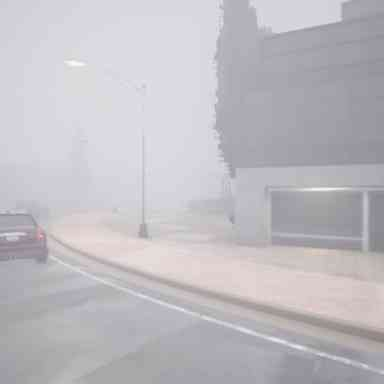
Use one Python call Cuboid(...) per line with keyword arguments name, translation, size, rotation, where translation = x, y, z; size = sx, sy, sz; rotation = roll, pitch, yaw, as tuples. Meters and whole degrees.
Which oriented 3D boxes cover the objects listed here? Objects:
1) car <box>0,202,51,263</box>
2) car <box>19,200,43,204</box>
Cuboid(name="car", translation=(-6.530, 1.382, 11.419), size=(2.097, 1.767, 4.553), rotation=(1, 0, -37))
Cuboid(name="car", translation=(-13.566, 1.437, 28.322), size=(2.097, 1.767, 4.553), rotation=(0, 0, -11))
